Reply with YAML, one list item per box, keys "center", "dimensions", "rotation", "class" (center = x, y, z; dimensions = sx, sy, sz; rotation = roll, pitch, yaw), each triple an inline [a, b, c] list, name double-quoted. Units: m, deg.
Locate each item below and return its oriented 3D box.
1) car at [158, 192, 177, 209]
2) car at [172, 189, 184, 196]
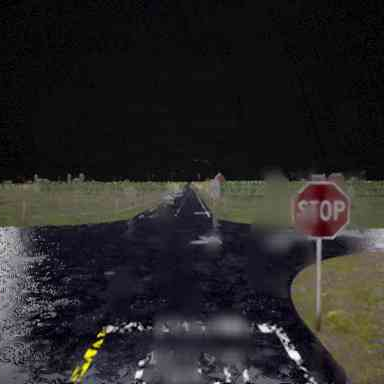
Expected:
- center: [-2.733, 1.099, 37.905]
  dimensions: [2.033, 1.411, 5.357]
  rotation: [0, 1, 0]
  class: "car"
- center: [-2.721, 0.216, 65.520]
  dimensions: [2.150, 2.045, 5.566]
  rotation: [0, 1, 0]
  class: "car"
